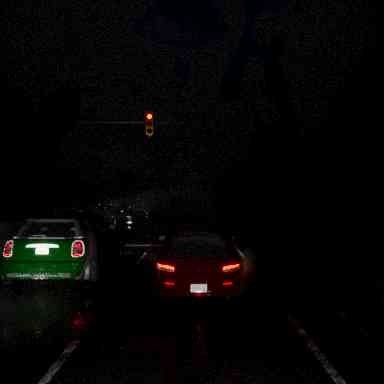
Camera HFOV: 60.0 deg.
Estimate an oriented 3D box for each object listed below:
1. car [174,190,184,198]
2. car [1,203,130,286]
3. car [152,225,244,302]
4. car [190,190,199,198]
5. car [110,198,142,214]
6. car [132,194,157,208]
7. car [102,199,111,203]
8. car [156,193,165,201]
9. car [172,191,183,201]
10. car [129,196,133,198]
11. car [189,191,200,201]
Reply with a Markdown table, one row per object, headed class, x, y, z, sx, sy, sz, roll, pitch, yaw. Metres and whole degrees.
| class | x | y | z | sx | sy | sz | roll | pitch | yaw |
| --- | --- | --- | --- | --- | --- | --- | --- | --- | --- |
| car | -2.942 | 0.510 | 76.509 | 2.128 | 1.511 | 4.902 | 0 | 3 | 0 |
| car | -3.361 | 1.352 | 9.611 | 2.097 | 1.767 | 4.553 | 0 | 0 | 0 |
| car | 0.131 | 1.526 | 8.145 | 1.812 | 1.442 | 4.674 | 0 | 0 | 0 |
| car | 0.561 | 0.473 | 76.719 | 1.837 | 1.490 | 4.892 | 0 | 3 | 0 |
| car | -6.879 | 1.601 | 34.953 | 1.895 | 1.301 | 4.718 | 0 | 0 | 0 |
| car | -6.768 | 1.493 | 48.116 | 2.128 | 1.511 | 4.902 | 0 | 0 | 1 |
| car | -10.323 | 1.601 | 41.902 | 1.895 | 1.301 | 4.718 | 0 | 0 | 0 |
| car | -6.552 | 1.014 | 66.415 | 1.837 | 1.490 | 4.892 | 0 | 2 | 1 |
| car | -2.924 | 0.985 | 66.399 | 1.882 | 1.535 | 5.008 | 0 | 3 | 1 |
| car | -10.179 | 1.446 | 57.478 | 2.033 | 1.411 | 5.357 | 0 | 2 | 1 |
| car | 0.578 | 0.845 | 66.640 | 2.097 | 1.767 | 4.553 | 0 | 3 | 0 |
